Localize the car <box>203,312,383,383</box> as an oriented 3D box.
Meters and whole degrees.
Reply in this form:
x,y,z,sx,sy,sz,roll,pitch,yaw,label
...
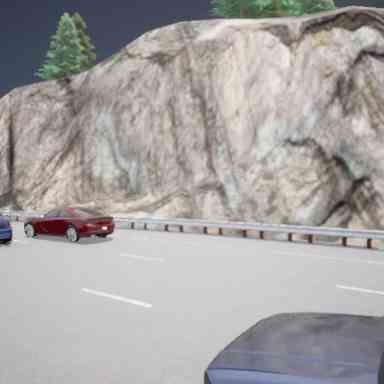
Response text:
x,y,z,sx,sy,sz,roll,pitch,yaw,label
2.628,1.539,2.056,5.357,1.411,2.033,0,0,35,car

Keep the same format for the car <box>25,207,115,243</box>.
x,y,z,sx,sy,sz,roll,pitch,yaw,label
-5.986,1.459,16.040,5.008,1.535,1.882,0,0,31,car

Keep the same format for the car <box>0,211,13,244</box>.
x,y,z,sx,sy,sz,roll,pitch,yaw,label
-9.816,1.342,14.234,4.553,1.767,2.097,0,0,31,car
